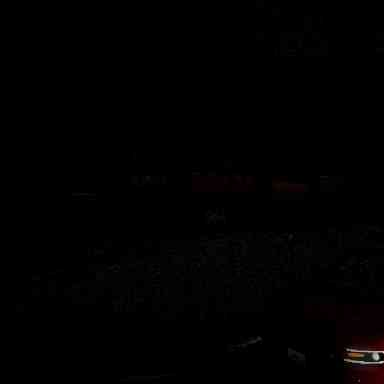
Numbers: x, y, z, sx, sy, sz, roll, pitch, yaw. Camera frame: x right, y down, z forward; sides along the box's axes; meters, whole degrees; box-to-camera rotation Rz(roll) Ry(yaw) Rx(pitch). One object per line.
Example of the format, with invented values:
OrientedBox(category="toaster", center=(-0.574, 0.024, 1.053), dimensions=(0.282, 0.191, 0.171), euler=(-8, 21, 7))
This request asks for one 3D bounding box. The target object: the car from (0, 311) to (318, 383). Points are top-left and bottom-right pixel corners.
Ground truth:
OrientedBox(category="car", center=(-1.538, 1.567, 1.690), dimensions=(4.313, 1.339, 1.947), euler=(0, 2, -36))

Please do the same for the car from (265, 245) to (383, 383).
OrientedBox(category="car", center=(2.964, 1.534, 4.906), dimensions=(4.507, 1.381, 1.887), euler=(0, 1, -36))
